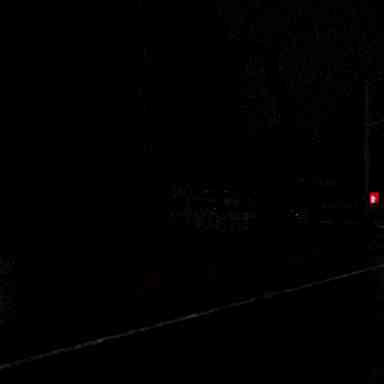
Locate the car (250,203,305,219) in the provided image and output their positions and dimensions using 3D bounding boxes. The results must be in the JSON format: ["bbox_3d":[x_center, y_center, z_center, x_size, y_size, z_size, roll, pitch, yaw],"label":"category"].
[{"bbox_3d":[7.412,1.616,29.219,1.895,1.301,4.718,0,0,-37],"label":"car"}]

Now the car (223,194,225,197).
[{"bbox_3d":[7.017,1.092,94.380,1.905,1.878,3.866,0,0,-37],"label":"car"}]

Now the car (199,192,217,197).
[{"bbox_3d":[4.930,1.113,92.316,1.932,1.855,4.605,0,0,-37],"label":"car"}]

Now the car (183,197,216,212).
[{"bbox_3d":[1.351,1.579,37.237,1.994,1.385,4.181,0,0,-37],"label":"car"}]

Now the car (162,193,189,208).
[{"bbox_3d":[-2.982,1.367,49.102,2.097,1.767,4.553,0,0,-36],"label":"car"}]
